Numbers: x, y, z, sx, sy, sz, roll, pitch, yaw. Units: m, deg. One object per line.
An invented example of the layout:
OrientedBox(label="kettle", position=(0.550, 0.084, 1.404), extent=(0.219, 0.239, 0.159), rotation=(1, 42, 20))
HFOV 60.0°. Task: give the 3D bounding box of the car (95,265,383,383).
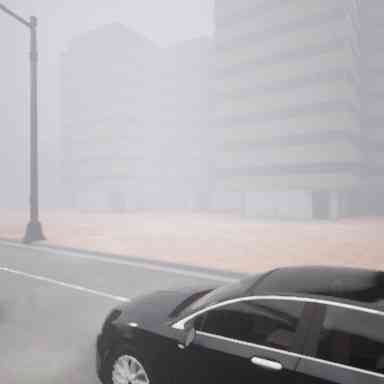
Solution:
OrientedBox(label="car", position=(1.106, 1.512, 3.204), extent=(4.892, 1.490, 1.837), rotation=(-1, 0, 35))
